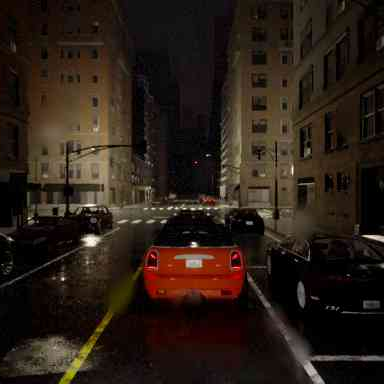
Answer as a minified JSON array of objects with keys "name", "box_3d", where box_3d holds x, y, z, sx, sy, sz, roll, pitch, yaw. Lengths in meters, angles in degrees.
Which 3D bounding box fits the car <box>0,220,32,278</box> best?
[{"name":"car","box_3d":[-5.678,1.566,7.450,1.947,1.339,4.313,0,0,0]}]

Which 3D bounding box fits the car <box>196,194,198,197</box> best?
[{"name":"car","box_3d":[2.840,1.561,88.007,1.967,1.590,4.097,0,0,0]}]

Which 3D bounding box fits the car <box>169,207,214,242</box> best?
[{"name":"car","box_3d":[-0.016,1.565,16.975,1.994,1.385,4.181,0,0,0]}]

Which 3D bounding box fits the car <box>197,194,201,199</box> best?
[{"name":"car","box_3d":[2.834,1.525,77.189,1.967,1.590,4.097,0,0,0]}]

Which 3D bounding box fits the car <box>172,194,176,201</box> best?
[{"name":"car","box_3d":[-5.687,1.627,82.428,1.752,1.417,4.829,0,0,0]}]

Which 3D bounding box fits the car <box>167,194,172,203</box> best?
[{"name":"car","box_3d":[-5.696,1.607,66.372,2.008,1.369,4.403,0,0,0]}]

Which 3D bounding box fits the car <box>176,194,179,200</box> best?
[{"name":"car","box_3d":[-5.682,1.458,93.416,2.192,1.841,5.009,0,0,0]}]

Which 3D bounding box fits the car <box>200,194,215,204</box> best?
[{"name":"car","box_3d":[2.822,1.477,55.553,1.967,1.590,4.097,0,0,0]}]

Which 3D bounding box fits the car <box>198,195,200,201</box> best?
[{"name":"car","box_3d":[2.829,1.607,66.371,2.008,1.369,4.403,0,0,0]}]

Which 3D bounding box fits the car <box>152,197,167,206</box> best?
[{"name":"car","box_3d":[-5.703,1.618,55.556,1.802,1.307,4.206,0,0,0]}]

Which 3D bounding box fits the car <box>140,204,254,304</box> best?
[{"name":"car","box_3d":[0.053,1.352,8.322,2.097,1.767,4.553,0,0,0]}]

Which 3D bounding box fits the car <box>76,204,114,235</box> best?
[{"name":"car","box_3d":[-5.692,1.441,18.453,1.967,1.590,4.097,0,0,0]}]

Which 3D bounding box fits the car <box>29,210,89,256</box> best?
[{"name":"car","box_3d":[-5.685,1.582,12.951,1.802,1.307,4.206,0,0,0]}]

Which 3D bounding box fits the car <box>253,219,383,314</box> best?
[{"name":"car","box_3d":[2.847,1.551,7.460,2.008,1.369,4.403,0,0,0]}]

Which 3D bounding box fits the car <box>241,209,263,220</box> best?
[{"name":"car","box_3d":[2.834,1.567,18.463,1.947,1.339,4.313,0,0,0]}]
